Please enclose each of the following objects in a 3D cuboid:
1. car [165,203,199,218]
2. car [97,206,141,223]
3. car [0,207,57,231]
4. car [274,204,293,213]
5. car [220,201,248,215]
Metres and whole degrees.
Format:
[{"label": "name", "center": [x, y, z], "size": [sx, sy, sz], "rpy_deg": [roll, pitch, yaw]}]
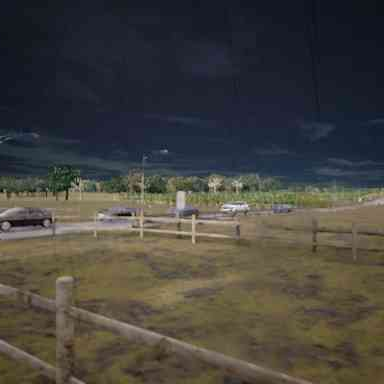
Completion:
[{"label": "car", "center": [-1.150, 2.168, 39.628], "size": [2.097, 1.767, 4.553], "rpy_deg": [1, -1, 35]}, {"label": "car", "center": [-6.809, 2.076, 31.608], "size": [2.128, 1.511, 4.902], "rpy_deg": [1, -1, 35]}, {"label": "car", "center": [-12.238, 1.885, 23.906], "size": [1.837, 1.490, 4.892], "rpy_deg": [1, -1, 35]}, {"label": "car", "center": [16.315, 2.903, 59.305], "size": [2.097, 1.767, 4.553], "rpy_deg": [1, -1, 35]}, {"label": "car", "center": [6.435, 2.378, 50.291], "size": [2.150, 2.045, 5.566], "rpy_deg": [1, -1, 36]}]
